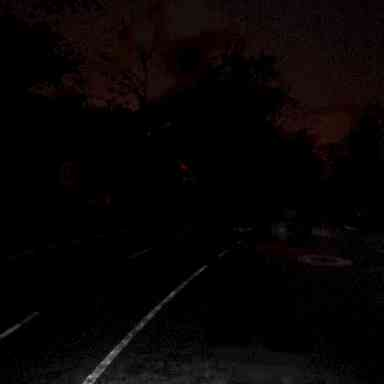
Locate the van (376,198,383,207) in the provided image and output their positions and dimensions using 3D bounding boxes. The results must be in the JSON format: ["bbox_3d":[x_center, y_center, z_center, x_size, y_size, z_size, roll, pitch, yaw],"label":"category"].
[{"bbox_3d":[43.285,2.316,73.583,4.442,1.987,1.878,0,-2,23],"label":"van"}]

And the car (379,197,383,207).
[{"bbox_3d":[38.875,1.932,63.322,5.566,2.045,2.435,0,-1,23],"label":"car"}]

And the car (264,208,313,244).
[{"bbox_3d":[4.932,1.565,16.756,1.882,1.535,5.008,0,0,23],"label":"car"}]

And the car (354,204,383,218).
[{"bbox_3d":[18.132,1.820,32.983,4.718,1.301,1.895,1,0,-36],"label":"car"}]
